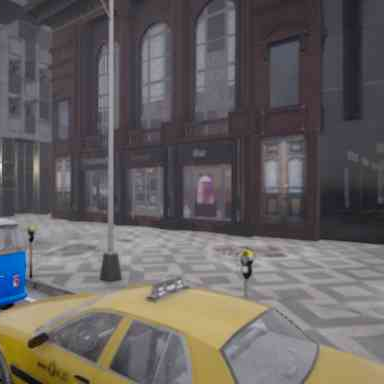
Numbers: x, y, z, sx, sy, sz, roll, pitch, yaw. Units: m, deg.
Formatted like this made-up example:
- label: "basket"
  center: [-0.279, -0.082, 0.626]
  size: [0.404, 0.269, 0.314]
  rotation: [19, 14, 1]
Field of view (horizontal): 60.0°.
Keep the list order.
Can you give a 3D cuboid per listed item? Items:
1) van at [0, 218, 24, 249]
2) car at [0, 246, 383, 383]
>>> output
- label: "van"
  center: [-4.885, 1.324, 6.456]
  size: [3.998, 1.788, 1.690]
  rotation: [0, 0, 36]
- label: "car"
  center: [-0.440, 1.520, 3.276]
  size: [4.829, 1.417, 1.752]
  rotation: [0, 0, 36]
